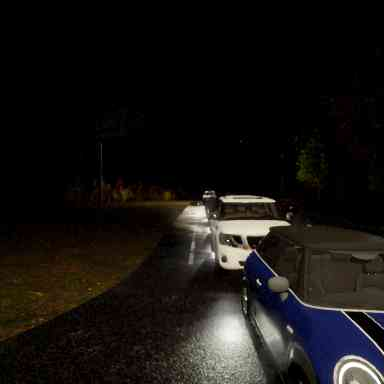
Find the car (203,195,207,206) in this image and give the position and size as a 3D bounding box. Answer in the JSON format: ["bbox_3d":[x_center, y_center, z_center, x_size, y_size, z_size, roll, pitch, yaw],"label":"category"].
[{"bbox_3d":[2.179,1.322,29.326,1.882,1.535,5.008,0,0,1],"label":"car"}]

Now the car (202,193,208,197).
[{"bbox_3d":[2.491,1.275,41.580,2.128,1.511,4.902,0,0,2],"label":"car"}]

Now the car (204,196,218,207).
[{"bbox_3d":[2.682,1.314,47.988,1.994,1.385,4.181,0,0,3],"label":"car"}]

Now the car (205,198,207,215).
[{"bbox_3d":[2.028,1.380,23.072,1.837,1.490,4.892,0,0,1],"label":"car"}]

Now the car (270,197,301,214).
[{"bbox_3d":[9.277,1.304,33.382,1.882,1.535,5.008,0,0,1],"label":"car"}]

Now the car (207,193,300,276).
[{"bbox_3d":[1.733,1.160,10.485,2.150,2.045,5.566,0,0,1],"label":"car"}]

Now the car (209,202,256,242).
[{"bbox_3d":[1.876,1.384,16.825,1.882,1.535,5.008,0,0,1],"label":"car"}]

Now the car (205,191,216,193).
[{"bbox_3d":[2.874,0.938,54.421,2.150,2.045,5.566,0,0,2],"label":"car"}]

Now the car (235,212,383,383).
[{"bbox_3d":[1.940,1.338,4.138,2.097,1.767,4.553,0,0,0],"label":"car"}]
